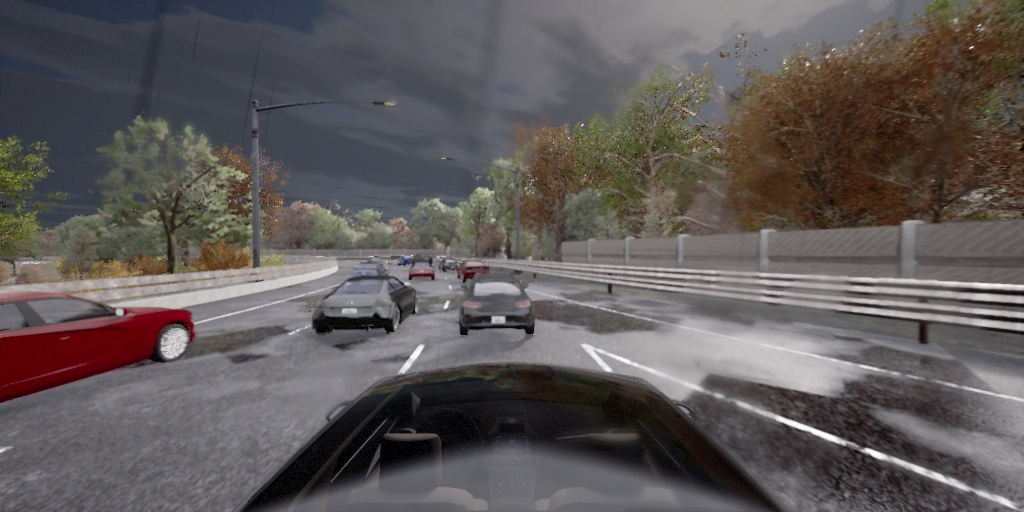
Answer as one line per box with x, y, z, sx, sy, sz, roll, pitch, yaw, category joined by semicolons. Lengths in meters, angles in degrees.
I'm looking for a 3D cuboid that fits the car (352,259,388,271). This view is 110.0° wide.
-9.717;1.125;24.589;2.033;1.411;5.357;0;1;-13;car

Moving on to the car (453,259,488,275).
-2.945;1.015;26.687;1.882;1.535;5.008;0;1;-16;car

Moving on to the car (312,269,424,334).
-4.006;1.249;10.445;1.994;1.385;4.181;0;1;-5;car

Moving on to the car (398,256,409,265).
-18.359;0.747;62.275;1.882;1.535;5.008;0;1;-32;car

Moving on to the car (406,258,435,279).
-7.243;1.096;28.839;1.994;1.385;4.181;0;1;-14;car

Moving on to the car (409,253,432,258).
-13.615;0.549;54.367;2.150;2.045;5.566;0;1;-28;car

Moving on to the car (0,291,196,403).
-7.121;1.221;4.999;1.882;1.535;5.008;0;1;-2;car

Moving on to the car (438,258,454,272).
-6.885;0.963;39.324;1.812;1.442;4.674;0;1;-19;car

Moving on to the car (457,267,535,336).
-0.467;1.204;10.059;1.812;1.442;4.674;0;0;-4;car
